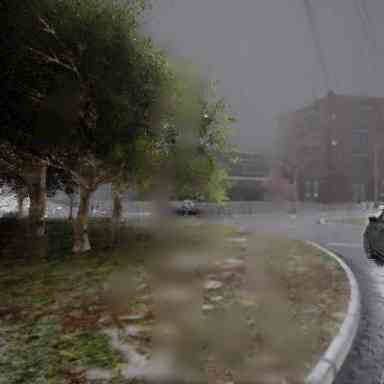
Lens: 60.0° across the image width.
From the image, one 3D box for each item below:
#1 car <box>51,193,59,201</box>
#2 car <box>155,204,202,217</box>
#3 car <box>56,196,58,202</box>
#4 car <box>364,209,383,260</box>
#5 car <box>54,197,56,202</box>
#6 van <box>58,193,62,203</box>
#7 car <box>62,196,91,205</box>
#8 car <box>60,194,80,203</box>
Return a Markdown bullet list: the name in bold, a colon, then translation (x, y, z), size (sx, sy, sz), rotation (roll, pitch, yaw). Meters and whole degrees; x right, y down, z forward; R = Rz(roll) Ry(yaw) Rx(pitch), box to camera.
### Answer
- **car**: translation (-32.027, 1.603, 84.280), size (5.566, 2.045, 2.435), rotation (0, 0, -27)
- **car**: translation (-1.447, 1.923, 34.689), size (4.718, 1.301, 1.895), rotation (0, -1, 28)
- **car**: translation (-28.262, 1.772, 76.843), size (4.553, 1.767, 2.185), rotation (0, 0, -27)
- **car**: translation (6.623, 1.315, 9.626), size (2.150, 2.045, 5.566), rotation (0, 0, 17)
- **car**: translation (-29.606, 1.882, 79.418), size (5.008, 1.535, 2.097), rotation (0, 0, -27)
- **van**: translation (-25.940, 1.694, 71.926), size (4.442, 1.987, 1.878), rotation (0, 0, -27)
- **car**: translation (-22.096, 1.951, 64.520), size (4.792, 1.488, 2.163), rotation (0, 0, -27)
- **car**: translation (-24.495, 1.799, 69.398), size (4.553, 1.767, 2.185), rotation (0, 0, -27)
